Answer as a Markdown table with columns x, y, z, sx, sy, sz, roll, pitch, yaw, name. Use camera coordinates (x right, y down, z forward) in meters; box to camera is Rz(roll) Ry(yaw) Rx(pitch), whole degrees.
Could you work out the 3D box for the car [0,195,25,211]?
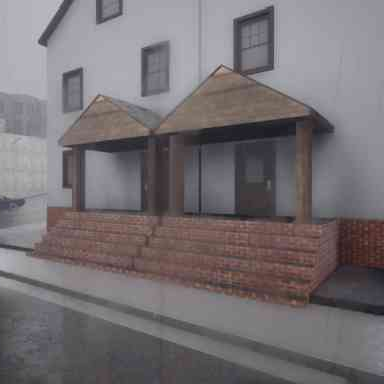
| x | y | z | sx | sy | sz | roll | pitch | yaw | name |
| --- | --- | --- | --- | --- | --- | --- | --- | --- | --- |
| -15.508 | 1.012 | 25.414 | 1.895 | 1.301 | 4.718 | 0 | 6 | 35 | car |
